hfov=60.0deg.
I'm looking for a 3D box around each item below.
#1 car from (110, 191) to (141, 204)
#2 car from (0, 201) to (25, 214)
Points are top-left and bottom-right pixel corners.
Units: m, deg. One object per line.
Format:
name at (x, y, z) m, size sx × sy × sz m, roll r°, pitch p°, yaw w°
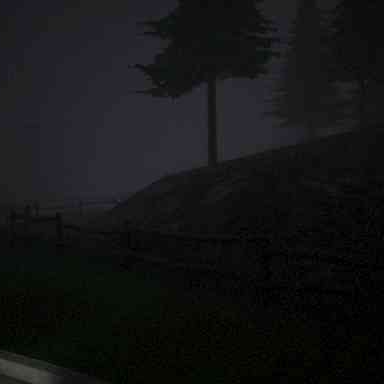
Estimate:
car at (-11.502, 0.879, 56.377) m, size 2.150 × 2.045 × 5.566 m, roll -1°, pitch 0°, yaw 24°
car at (-18.685, 1.579, 31.952) m, size 1.895 × 1.301 × 4.718 m, roll -1°, pitch 1°, yaw 24°
